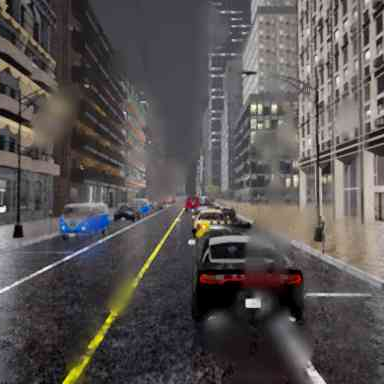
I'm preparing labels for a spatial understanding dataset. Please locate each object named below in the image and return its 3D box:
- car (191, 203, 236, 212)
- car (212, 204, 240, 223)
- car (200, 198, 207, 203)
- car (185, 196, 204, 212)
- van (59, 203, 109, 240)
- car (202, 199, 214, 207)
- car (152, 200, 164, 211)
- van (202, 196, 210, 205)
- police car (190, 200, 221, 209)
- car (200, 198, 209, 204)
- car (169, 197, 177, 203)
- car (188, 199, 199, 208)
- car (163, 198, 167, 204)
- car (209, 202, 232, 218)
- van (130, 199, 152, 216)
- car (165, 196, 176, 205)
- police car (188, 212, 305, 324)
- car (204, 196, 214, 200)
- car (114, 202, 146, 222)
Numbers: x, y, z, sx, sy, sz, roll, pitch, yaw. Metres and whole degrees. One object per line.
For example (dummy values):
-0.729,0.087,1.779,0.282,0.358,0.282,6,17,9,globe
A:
0.984,1.602,17.671,1.801,1.575,5.366,0,0,0,car
2.839,1.785,28.849,2.008,1.369,4.403,1,0,0,car
3.082,2.259,91.524,1.802,1.307,4.206,1,0,0,car
0.214,1.580,44.903,2.150,2.045,5.566,0,0,2,car
-5.588,1.495,17.604,1.690,1.788,3.998,1,0,0,van
2.990,2.035,63.036,2.008,1.369,4.403,1,0,0,car
-5.465,1.926,46.097,2.008,1.369,4.403,1,0,0,car
3.054,1.904,74.434,1.690,1.788,3.998,1,0,0,van
1.010,1.620,23.592,1.930,1.638,5.238,0,0,0,police car
3.041,2.167,80.129,1.947,1.339,4.313,1,0,0,car
-5.262,2.128,91.687,1.967,1.590,4.097,1,0,0,car
0.262,1.957,57.933,1.837,1.490,4.892,0,0,0,car
-5.441,1.998,51.794,1.802,1.307,4.206,1,0,0,car
2.864,1.829,34.546,2.008,1.369,4.403,1,0,0,car
-5.512,1.631,34.702,1.690,1.788,3.998,1,0,0,van
-5.335,1.890,74.592,2.192,1.841,5.009,1,0,0,car
0.940,1.489,7.589,1.930,1.638,5.238,0,0,0,police car
2.969,1.759,57.341,2.192,1.841,5.009,1,0,0,car
-5.542,1.812,29.003,1.947,1.339,4.313,1,0,0,car
